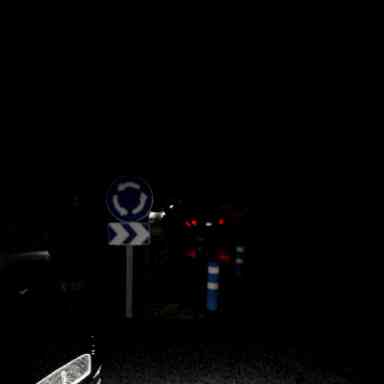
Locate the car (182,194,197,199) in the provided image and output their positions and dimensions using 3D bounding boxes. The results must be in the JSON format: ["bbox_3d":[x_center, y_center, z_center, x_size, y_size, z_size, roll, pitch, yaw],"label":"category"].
[{"bbox_3d":[-0.499,1.388,54.156,1.837,1.490,4.892,0,1,1],"label":"car"}]

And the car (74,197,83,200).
[{"bbox_3d":[-8.439,1.452,31.115,5.566,2.045,2.435,0,1,0],"label":"car"}]

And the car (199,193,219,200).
[{"bbox_3d":[4.319,1.126,83.798,5.008,1.535,2.097,0,0,0],"label":"car"}]

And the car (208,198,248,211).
[{"bbox_3d":[4.524,1.543,42.256,4.792,1.488,2.163,0,1,0],"label":"car"}]

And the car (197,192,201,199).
[{"bbox_3d":[4.388,1.005,67.174,5.566,2.045,2.435,0,0,0],"label":"car"}]

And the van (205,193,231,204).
[{"bbox_3d":[4.578,1.096,58.865,4.442,1.987,1.878,0,0,0],"label":"van"}]

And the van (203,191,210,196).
[{"bbox_3d":[4.383,1.142,53.308,4.442,1.987,1.878,0,1,-1],"label":"van"}]

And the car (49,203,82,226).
[{"bbox_3d":[-8.466,1.825,25.568,4.792,1.488,2.163,0,1,0],"label":"car"}]

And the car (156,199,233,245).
[{"bbox_3d":[-0.089,1.618,18.194,2.150,2.045,5.566,-1,0,-19],"label":"car"}]

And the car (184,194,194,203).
[{"bbox_3d":[-0.608,1.279,64.305,1.882,1.535,5.008,0,0,0],"label":"car"}]

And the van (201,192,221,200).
[{"bbox_3d":[4.471,0.943,78.381,4.442,1.987,1.878,0,0,0],"label":"van"}]

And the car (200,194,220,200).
[{"bbox_3d":[4.338,1.188,81.027,4.674,1.452,2.002,0,0,0],"label":"car"}]

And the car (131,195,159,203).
[{"bbox_3d":[-8.663,1.336,61.644,4.792,1.488,2.163,0,0,0],"label":"car"}]

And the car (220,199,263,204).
[{"bbox_3d":[4.673,1.660,25.762,4.553,1.767,2.185,0,1,0],"label":"car"}]

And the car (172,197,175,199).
[{"bbox_3d":[-4.077,0.881,58.416,2.150,2.045,5.566,0,0,0],"label":"car"}]

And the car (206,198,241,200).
[{"bbox_3d":[4.412,1.648,33.947,5.366,1.575,1.946,0,1,0],"label":"car"}]

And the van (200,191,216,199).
[{"bbox_3d":[4.396,0.835,92.107,4.442,1.987,1.878,0,0,0],"label":"van"}]

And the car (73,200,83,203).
[{"bbox_3d":[-8.447,1.749,28.344,5.008,1.535,2.097,0,1,0],"label":"car"}]

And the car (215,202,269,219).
[{"bbox_3d":[4.610,1.737,31.179,4.674,1.452,2.002,0,1,0],"label":"car"}]

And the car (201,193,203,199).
[{"bbox_3d":[4.481,1.343,56.097,5.008,1.535,2.097,0,0,0],"label":"car"}]

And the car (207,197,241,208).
[{"bbox_3d":[4.550,1.458,47.921,4.792,1.488,2.163,0,1,0],"label":"car"}]

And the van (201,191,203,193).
[{"bbox_3d":[4.329,1.074,61.634,4.442,1.987,1.878,0,0,0],"label":"van"}]

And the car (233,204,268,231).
[{"bbox_3d":[4.652,1.832,22.992,5.008,1.535,2.097,0,1,0],"label":"car"}]

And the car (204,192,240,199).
[{"bbox_3d":[4.596,1.308,39.483,5.566,2.045,2.435,0,1,0],"label":"car"}]

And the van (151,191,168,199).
[{"bbox_3d":[-8.918,0.841,92.178,4.442,1.987,1.878,0,0,0],"label":"van"}]

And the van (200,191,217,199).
[{"bbox_3d":[4.411,0.856,89.462,4.442,1.987,1.878,0,0,0],"label":"van"}]

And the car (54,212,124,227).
[{"bbox_3d":[-4.581,1.876,16.814,1.837,1.490,4.892,0,1,11],"label":"car"}]

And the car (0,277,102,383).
[{"bbox_3d":[-3.360,1.556,3.900,4.892,1.490,1.837,1,-2,22],"label":"car"}]

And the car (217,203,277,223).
[{"bbox_3d":[4.598,1.772,28.409,4.792,1.488,2.163,0,1,0],"label":"car"}]

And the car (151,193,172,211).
[{"bbox_3d":[-4.080,1.270,41.545,2.150,2.045,5.566,0,1,0],"label":"car"}]

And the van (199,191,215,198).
[{"bbox_3d":[4.147,0.813,95.008,4.442,1.987,1.878,0,0,0],"label":"van"}]
